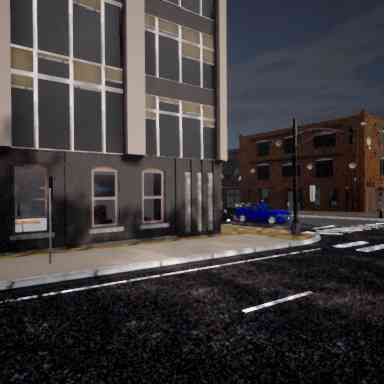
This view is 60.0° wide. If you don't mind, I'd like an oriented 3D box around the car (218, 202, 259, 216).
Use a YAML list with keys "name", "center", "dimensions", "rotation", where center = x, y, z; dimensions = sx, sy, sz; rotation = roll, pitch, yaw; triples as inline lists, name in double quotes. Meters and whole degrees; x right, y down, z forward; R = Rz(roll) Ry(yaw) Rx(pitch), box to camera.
- name: "car"
  center: [5.260, 1.918, 38.108]
  dimensions: [2.008, 1.369, 4.403]
  rotation: [-2, 0, -37]

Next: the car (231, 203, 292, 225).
- name: "car"
  center: [5.856, 1.764, 27.430]
  dimensions: [1.882, 1.535, 5.008]
  rotation: [-1, 0, -38]

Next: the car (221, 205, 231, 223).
- name: "car"
  center: [1.632, 1.933, 28.515]
  dimensions: [1.947, 1.339, 4.313]
  rotation: [-2, 0, -37]
